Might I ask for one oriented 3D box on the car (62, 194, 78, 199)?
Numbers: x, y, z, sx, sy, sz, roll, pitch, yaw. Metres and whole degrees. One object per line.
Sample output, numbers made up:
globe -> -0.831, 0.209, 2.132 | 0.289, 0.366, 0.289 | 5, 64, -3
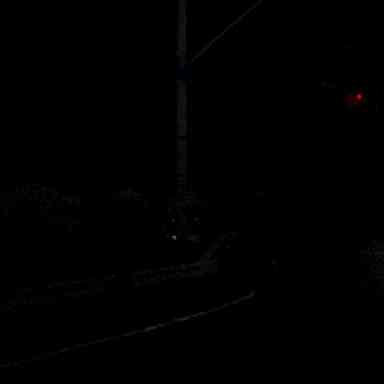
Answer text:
car -> -14.711, 1.274, 38.587 | 5.566, 2.045, 2.150 | 0, -1, 40

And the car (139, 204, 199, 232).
car -> -1.558, 1.540, 21.017 | 1.882, 1.535, 5.008 | 0, 0, -36
